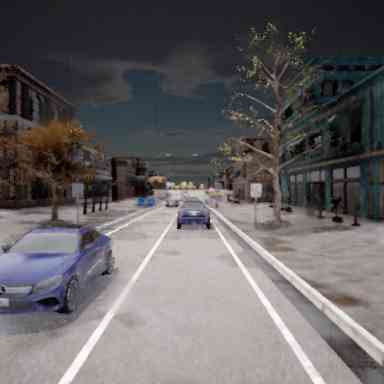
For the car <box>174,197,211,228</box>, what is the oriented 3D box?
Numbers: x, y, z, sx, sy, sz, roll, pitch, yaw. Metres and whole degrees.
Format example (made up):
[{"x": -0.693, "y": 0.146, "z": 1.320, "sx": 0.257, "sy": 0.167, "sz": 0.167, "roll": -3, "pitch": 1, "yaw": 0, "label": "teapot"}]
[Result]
[{"x": 0.104, "y": 1.351, "z": 22.209, "sx": 2.097, "sy": 1.767, "sz": 4.553, "roll": 0, "pitch": 0, "yaw": 0, "label": "car"}]

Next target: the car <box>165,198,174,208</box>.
[{"x": -3.051, "y": 1.682, "z": 51.320, "sx": 2.128, "sy": 1.511, "sz": 4.902, "roll": 0, "pitch": -1, "yaw": 0, "label": "car"}]

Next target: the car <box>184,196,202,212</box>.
[{"x": 0.108, "y": 1.384, "z": 39.898, "sx": 2.097, "sy": 1.767, "sz": 4.553, "roll": 0, "pitch": -1, "yaw": 0, "label": "car"}]

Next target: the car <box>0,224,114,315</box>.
[{"x": -3.098, "y": 1.525, "z": 7.702, "sx": 1.812, "sy": 1.442, "sz": 4.674, "roll": 0, "pitch": 0, "yaw": 0, "label": "car"}]
